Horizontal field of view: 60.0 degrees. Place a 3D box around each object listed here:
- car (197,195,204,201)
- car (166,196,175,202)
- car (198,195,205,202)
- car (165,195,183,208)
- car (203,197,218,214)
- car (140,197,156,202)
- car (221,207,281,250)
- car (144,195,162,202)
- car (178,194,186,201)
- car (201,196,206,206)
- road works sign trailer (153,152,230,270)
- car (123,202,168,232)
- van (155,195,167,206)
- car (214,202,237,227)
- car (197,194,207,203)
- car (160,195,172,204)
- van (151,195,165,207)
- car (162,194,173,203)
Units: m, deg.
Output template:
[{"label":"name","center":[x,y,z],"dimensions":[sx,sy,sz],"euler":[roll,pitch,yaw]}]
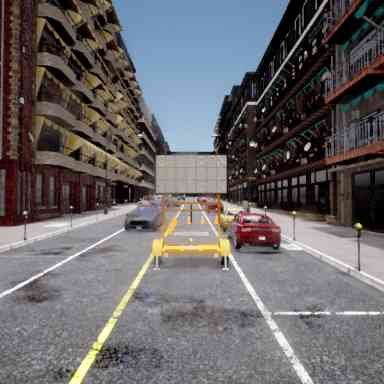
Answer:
[{"label":"car","center":[2.363,1.726,91.799],"dimensions":[1.967,1.590,4.097],"euler":[1,0,0]},{"label":"car","center":[-5.474,1.822,86.310],"dimensions":[1.947,1.339,4.313],"euler":[1,0,0]},{"label":"car","center":[2.465,1.678,58.612],"dimensions":[1.887,1.381,4.507],"euler":[1,0,0]},{"label":"car","center":[-2.852,1.591,49.366],"dimensions":[2.128,1.511,4.902],"euler":[0,0,0]},{"label":"car","center":[2.510,1.609,36.488],"dimensions":[1.887,1.381,4.507],"euler":[1,0,0]},{"label":"car","center":[-5.369,1.589,36.365],"dimensions":[1.752,1.417,4.829],"euler":[2,0,0]},{"label":"car","center":[2.557,1.561,14.366],"dimensions":[1.887,1.381,4.507],"euler":[1,0,0]},{"label":"car","center":[-5.375,1.394,42.067],"dimensions":[2.192,1.841,5.009],"euler":[2,0,0]},{"label":"car","center":[-2.936,1.504,91.012],"dimensions":[2.150,2.045,5.566],"euler":[0,0,0]},{"label":"car","center":[2.499,1.629,42.020],"dimensions":[2.008,1.369,4.403],"euler":[1,0,0]},{"label":"road works sign trailer","center":[-0.022,0.475,11.027],"dimensions":[2.380,3.560,2.880],"euler":[0,0,0]},{"label":"car","center":[-2.890,1.575,20.824],"dimensions":[2.033,1.411,5.357],"euler":[0,0,0]},{"label":"van","center":[-5.411,1.475,58.658],"dimensions":[1.690,1.788,3.998],"euler":[1,0,0]},{"label":"car","center":[2.545,1.551,20.068],"dimensions":[1.752,1.417,4.829],"euler":[1,0,0]},{"label":"car","center":[2.389,1.544,80.736],"dimensions":[2.192,1.841,5.009],"euler":[1,0,0]},{"label":"car","center":[-5.433,1.494,69.719],"dimensions":[2.192,1.841,5.009],"euler":[1,0,0]},{"label":"van","center":[-5.399,1.454,53.126],"dimensions":[1.690,1.788,3.998],"euler":[2,0,0]},{"label":"car","center":[-5.445,1.518,75.248],"dimensions":[2.192,1.841,5.009],"euler":[1,0,0]}]
